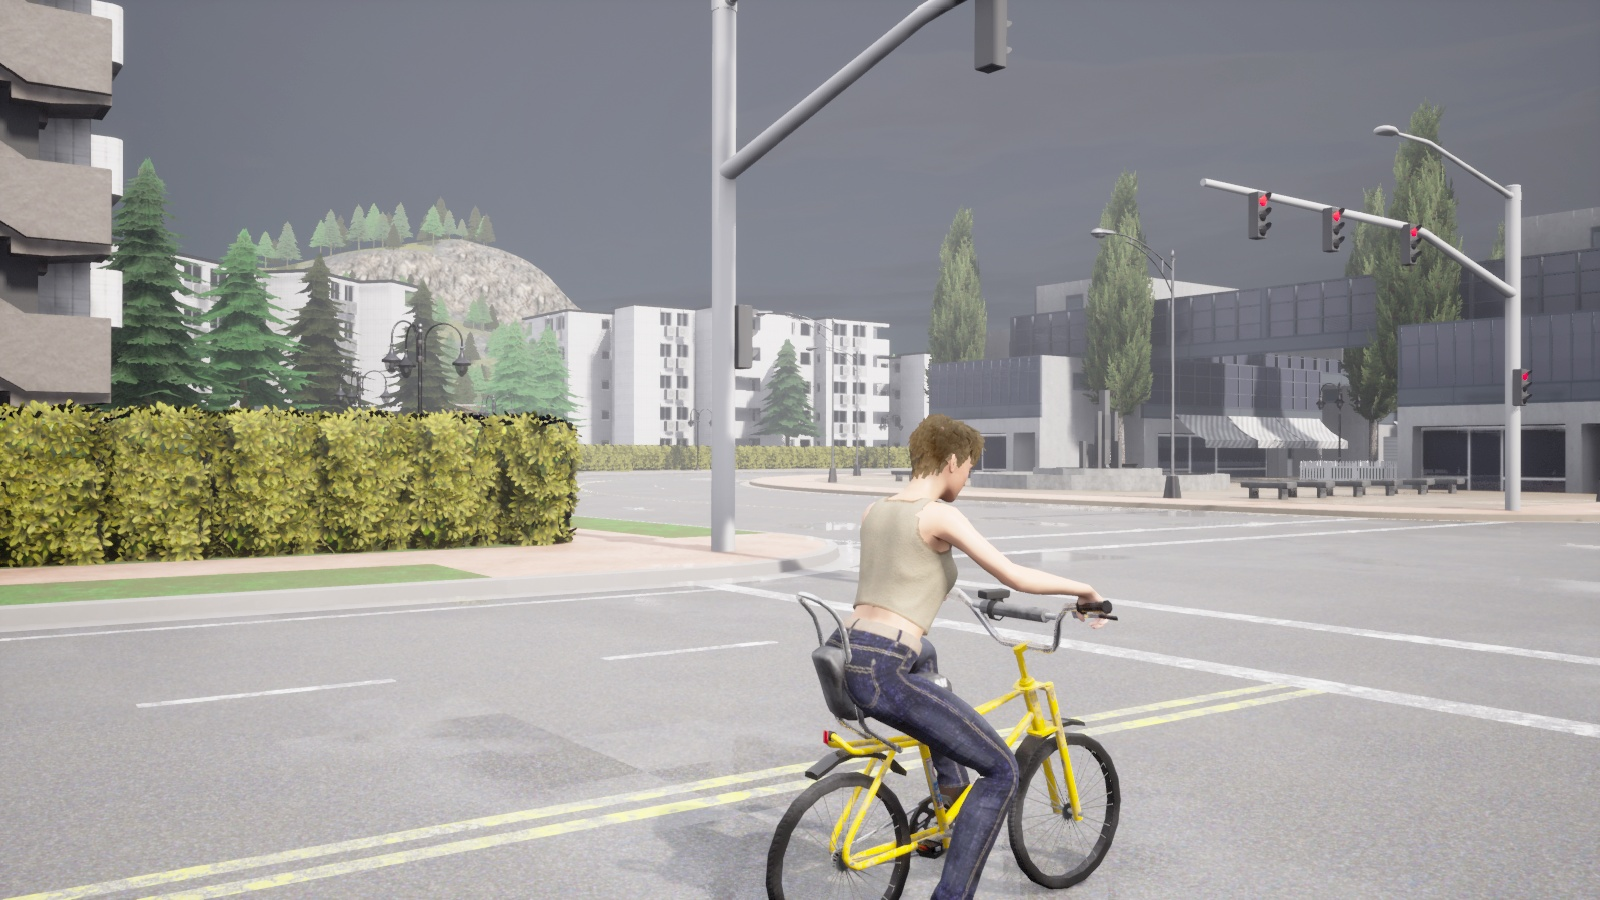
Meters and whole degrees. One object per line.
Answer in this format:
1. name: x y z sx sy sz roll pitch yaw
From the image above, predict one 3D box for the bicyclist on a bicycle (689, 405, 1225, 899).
1. bicyclist on a bicycle: 0.520 0.690 4.026 1.509 1.612 0.866 0 0 -35
